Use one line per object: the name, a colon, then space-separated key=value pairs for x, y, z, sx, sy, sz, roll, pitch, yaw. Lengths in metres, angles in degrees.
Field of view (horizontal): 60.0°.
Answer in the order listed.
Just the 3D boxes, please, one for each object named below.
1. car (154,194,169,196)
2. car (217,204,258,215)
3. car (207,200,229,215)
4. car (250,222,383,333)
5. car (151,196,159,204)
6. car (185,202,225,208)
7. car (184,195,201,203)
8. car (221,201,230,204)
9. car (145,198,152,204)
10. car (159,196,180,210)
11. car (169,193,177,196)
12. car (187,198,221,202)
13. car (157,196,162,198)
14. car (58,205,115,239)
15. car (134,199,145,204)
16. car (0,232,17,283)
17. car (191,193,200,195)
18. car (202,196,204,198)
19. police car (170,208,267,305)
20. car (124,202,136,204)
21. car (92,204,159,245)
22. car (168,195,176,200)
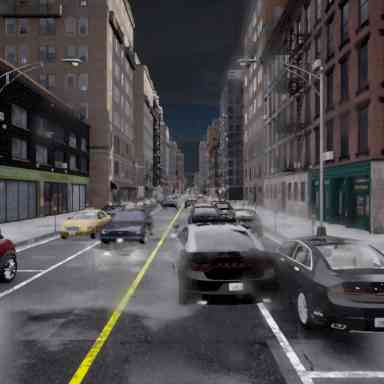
car: x=-5.466 y=1.297 z=55.443 sx=2.192 sy=1.841 sz=5.009 roll=0 pitch=0 yaw=0
car: x=2.614 y=1.549 z=17.556 sx=2.008 sy=1.369 sz=4.403 roll=0 pitch=0 yaw=0
car: x=2.590 y=1.562 z=33.794 sx=1.947 sy=1.339 sz=4.313 roll=0 pitch=0 yaw=0
car: x=2.629 y=1.550 z=6.731 sx=2.008 sy=1.369 sz=4.403 roll=0 pitch=0 yaw=0
car: x=-5.443 y=1.544 z=39.205 sx=2.008 sy=1.369 sz=4.403 roll=0 pitch=0 yaw=0
car: x=0.691 y=1.503 z=18.258 sx=1.837 sy=1.490 sz=4.892 roll=0 pitch=0 yaw=0
car: x=-0.045 y=1.494 z=45.736 sx=1.837 sy=1.490 sz=4.892 roll=0 pitch=0 yaw=1
car: x=2.598 y=1.563 z=28.381 sx=1.947 sy=1.339 sz=4.313 roll=0 pitch=0 yaw=0
car: x=-5.435 y=1.578 z=33.792 sx=1.802 sy=1.307 sz=4.206 roll=0 pitch=0 yaw=0
car: x=-2.808 y=1.592 z=43.009 sx=1.895 sy=1.301 sz=4.718 roll=0 pitch=0 yaw=0
car: x=-5.504 y=1.513 z=81.906 sx=2.008 sy=1.369 sz=4.403 roll=0 pitch=0 yaw=0
car: x=0.792 y=1.476 z=24.257 sx=1.882 sy=1.535 sz=5.008 roll=0 pitch=0 yaw=0
car: x=-5.450 y=1.541 z=44.618 sx=2.008 sy=1.369 sz=4.403 roll=0 pitch=0 yaw=0
car: x=-5.411 y=1.524 z=17.384 sx=1.752 sy=1.417 sz=4.829 roll=0 pitch=0 yaw=0
car: x=-5.427 y=1.523 z=28.209 sx=1.752 sy=1.417 sz=4.829 roll=0 pitch=0 yaw=0
car: x=-5.396 y=1.440 z=6.728 sx=1.967 sy=1.590 sz=4.097 roll=0 pitch=0 yaw=0
car: x=-0.084 y=1.457 z=58.800 sx=1.882 sy=1.535 sz=5.008 roll=0 pitch=0 yaw=0
car: x=2.574 y=1.515 z=44.790 sx=1.752 sy=1.417 sz=4.829 roll=0 pitch=0 yaw=0
police car: x=0.512 y=1.424 z=8.289 sx=1.930 sy=1.638 sz=5.238 roll=0 pitch=0 yaw=-6
car: x=-5.419 y=1.564 z=22.966 sx=1.947 sy=1.339 sz=4.313 roll=0 pitch=0 yaw=0
car: x=-2.873 y=1.546 z=15.924 sx=2.033 sy=1.411 sz=5.357 roll=0 pitch=0 yaw=0
car: x=-5.520 y=1.477 z=92.644 sx=1.752 sy=1.417 sz=4.829 roll=0 pitch=0 yaw=0
